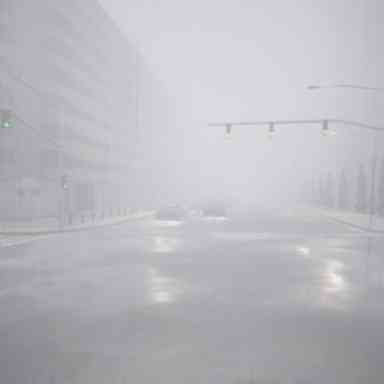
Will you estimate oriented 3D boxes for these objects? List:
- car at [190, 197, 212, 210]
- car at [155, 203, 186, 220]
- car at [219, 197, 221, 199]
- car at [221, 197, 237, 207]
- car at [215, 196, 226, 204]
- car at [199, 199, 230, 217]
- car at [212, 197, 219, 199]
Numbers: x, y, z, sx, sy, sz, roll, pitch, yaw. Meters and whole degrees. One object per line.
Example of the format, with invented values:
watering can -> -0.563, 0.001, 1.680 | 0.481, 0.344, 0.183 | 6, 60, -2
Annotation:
car -> 1.047, 1.679, 44.778 | 2.033, 1.411, 5.357 | 0, 0, 11
car -> -1.807, 1.662, 28.740 | 1.994, 1.385, 4.181 | 0, 0, 10
car -> 4.354, 1.777, 61.781 | 1.994, 1.385, 4.181 | 0, 0, 11
car -> 6.347, 1.671, 53.833 | 2.033, 1.411, 5.357 | 0, 0, 11
car -> 6.102, 1.708, 71.046 | 1.812, 1.442, 4.674 | 0, 0, 11
car -> 2.246, 1.643, 32.131 | 1.994, 1.385, 4.181 | 0, 0, 10
car -> 2.658, 1.653, 52.803 | 1.837, 1.490, 4.892 | 0, 0, 11
